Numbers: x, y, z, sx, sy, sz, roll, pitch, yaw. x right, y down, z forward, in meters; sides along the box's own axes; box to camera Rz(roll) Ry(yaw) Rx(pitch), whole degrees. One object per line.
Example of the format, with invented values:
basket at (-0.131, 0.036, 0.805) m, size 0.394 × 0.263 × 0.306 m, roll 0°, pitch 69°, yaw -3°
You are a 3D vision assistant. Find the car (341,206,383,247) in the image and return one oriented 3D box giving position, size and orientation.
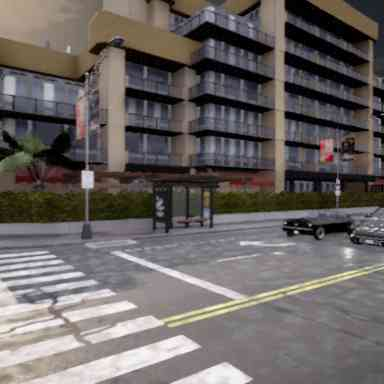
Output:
car at (8.878, 1.388, 14.504) m, size 4.553 × 1.767 × 2.097 m, roll 0°, pitch 0°, yaw -36°

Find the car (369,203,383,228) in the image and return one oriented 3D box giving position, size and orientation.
car at (14.276, 1.534, 22.656) m, size 5.008 × 1.535 × 1.882 m, roll 0°, pitch 0°, yaw -36°

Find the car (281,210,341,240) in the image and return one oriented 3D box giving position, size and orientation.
car at (6.832, 1.636, 17.344) m, size 4.718 × 1.301 × 1.895 m, roll 0°, pitch 0°, yaw -36°
